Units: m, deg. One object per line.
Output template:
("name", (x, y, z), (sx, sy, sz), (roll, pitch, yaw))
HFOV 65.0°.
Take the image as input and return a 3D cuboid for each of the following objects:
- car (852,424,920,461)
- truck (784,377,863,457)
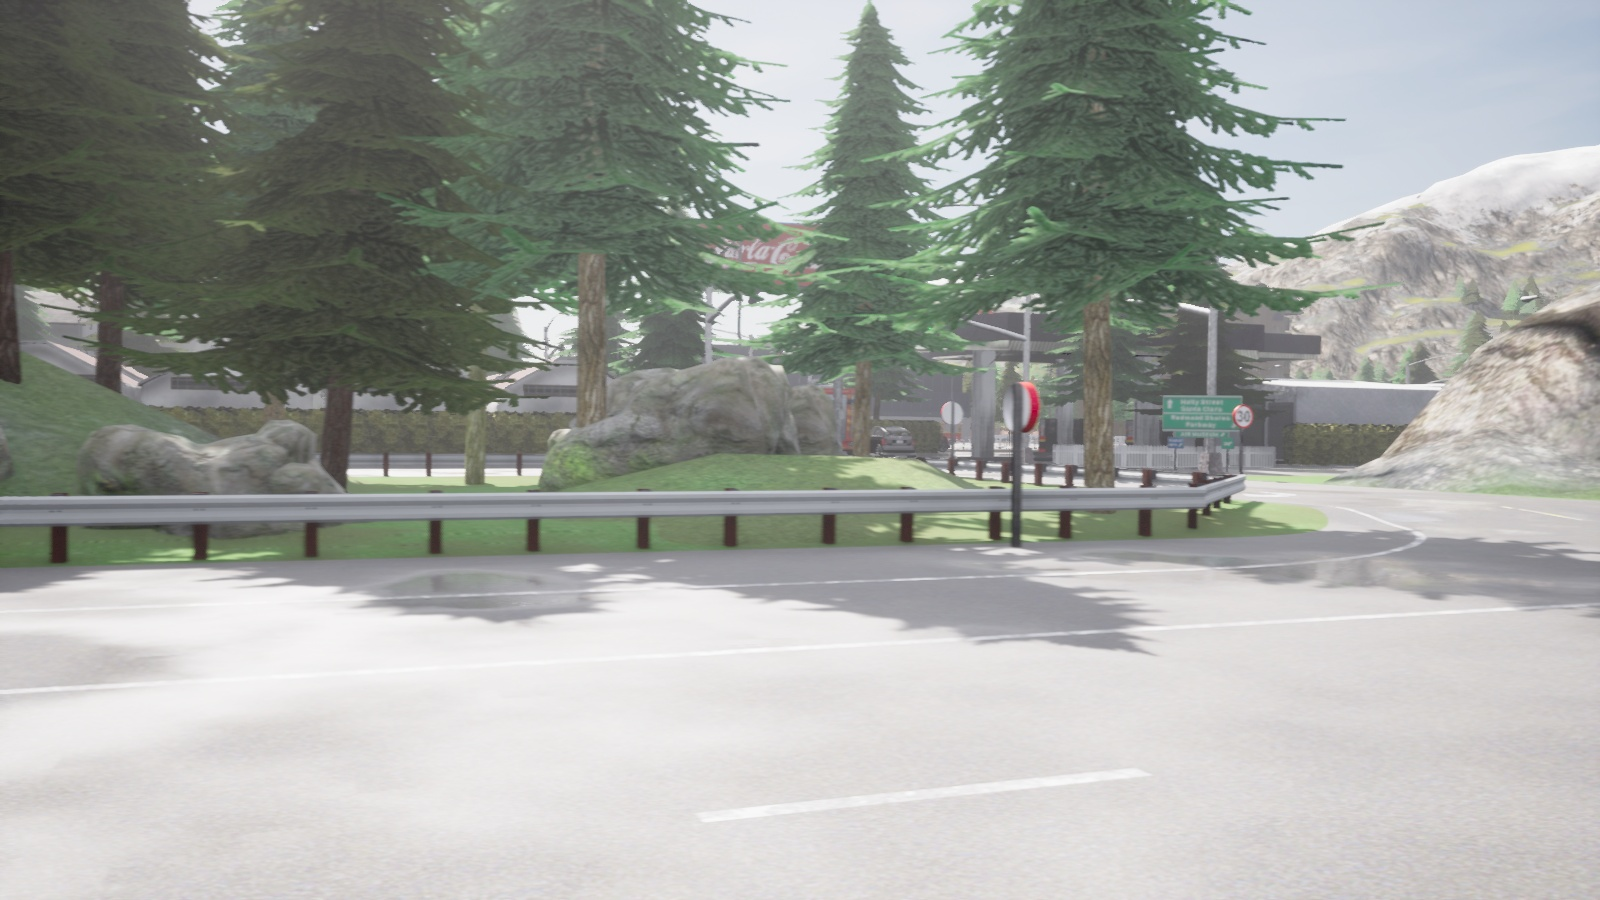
("car", (3.751, -0.359, 55.314), (1.789, 1.549, 3.705), (-1, 1, -17))
("truck", (1.085, -1.569, 64.768), (2.891, 3.827, 8.468), (0, 0, -7))
